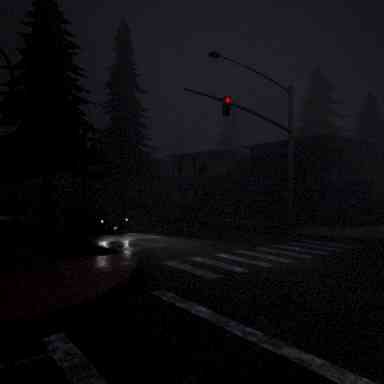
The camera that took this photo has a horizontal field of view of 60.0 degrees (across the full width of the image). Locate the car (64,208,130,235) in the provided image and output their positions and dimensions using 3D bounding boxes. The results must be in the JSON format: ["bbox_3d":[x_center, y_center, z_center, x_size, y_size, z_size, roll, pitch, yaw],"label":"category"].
[{"bbox_3d":[-5.515,1.581,19.014,1.895,1.301,4.718,0,0,-43],"label":"car"}]
